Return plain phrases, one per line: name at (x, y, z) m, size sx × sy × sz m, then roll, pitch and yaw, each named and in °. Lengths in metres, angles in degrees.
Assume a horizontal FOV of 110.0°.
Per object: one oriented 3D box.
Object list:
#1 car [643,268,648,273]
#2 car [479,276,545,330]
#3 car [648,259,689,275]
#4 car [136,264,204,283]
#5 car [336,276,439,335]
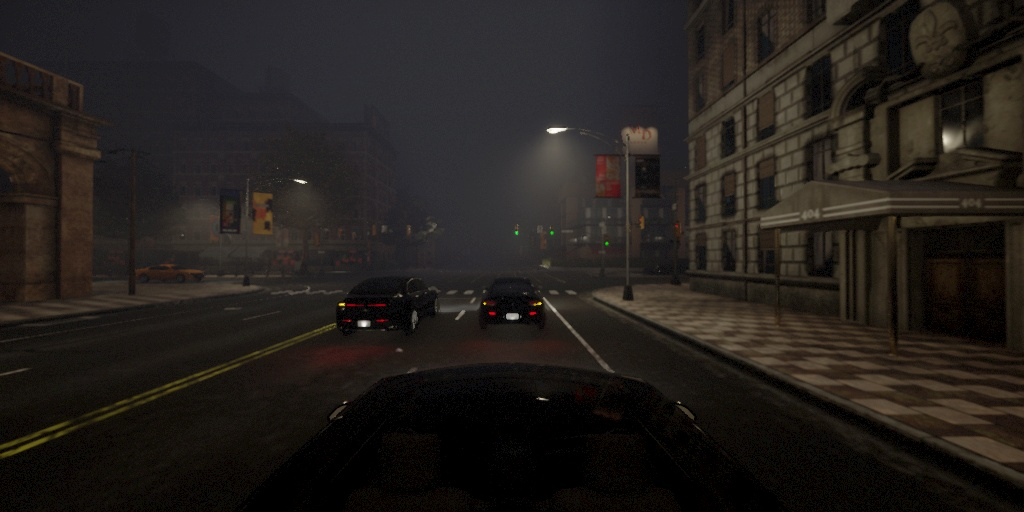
car at (20.021, 1.726, 46.891) m, size 5.357 × 1.411 × 2.033 m, roll 0°, pitch -1°, yaw 0°
car at (0.003, 1.367, 11.349) m, size 1.812 × 1.442 × 4.674 m, roll 0°, pitch 0°, yaw 0°
car at (20.011, 1.366, 43.377) m, size 5.566 × 2.045 × 2.150 m, roll 0°, pitch -1°, yaw 1°
car at (-29.961, 1.512, 31.527) m, size 5.008 × 1.535 × 1.882 m, roll 0°, pitch -1°, yaw 0°
car at (-3.496, 1.344, 10.870) m, size 1.837 × 1.490 × 4.892 m, roll 0°, pitch 0°, yaw 0°
